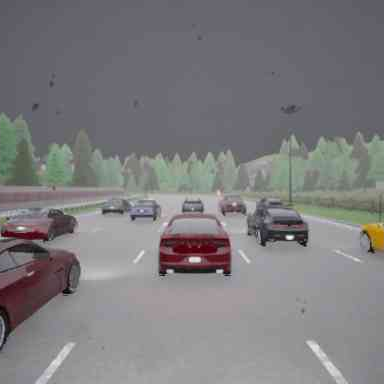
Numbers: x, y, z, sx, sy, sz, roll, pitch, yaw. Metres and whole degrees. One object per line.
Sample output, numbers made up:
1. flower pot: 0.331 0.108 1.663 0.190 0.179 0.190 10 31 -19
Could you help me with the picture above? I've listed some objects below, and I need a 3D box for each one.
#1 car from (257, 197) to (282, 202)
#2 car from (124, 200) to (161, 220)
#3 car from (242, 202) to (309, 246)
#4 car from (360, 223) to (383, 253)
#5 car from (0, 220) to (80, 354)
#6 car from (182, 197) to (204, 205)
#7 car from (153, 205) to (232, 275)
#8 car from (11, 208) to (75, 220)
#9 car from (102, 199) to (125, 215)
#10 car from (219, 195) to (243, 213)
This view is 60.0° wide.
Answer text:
1. car: 7.078 1.253 30.377 1.837 1.490 4.892 0 1 0
2. car: -3.428 1.338 25.298 2.033 1.411 5.357 0 1 0
3. car: 3.585 1.383 14.602 1.837 1.490 4.892 0 1 0
4. car: 7.075 1.392 10.184 1.882 1.535 5.008 0 1 0
5. car: -3.443 1.479 5.586 1.812 1.442 4.674 0 1 0
6. car: 0.078 1.240 30.365 2.128 1.511 4.902 0 0 0
7. car: 0.076 1.392 10.176 1.882 1.535 5.008 0 1 0
8. car: -6.914 1.435 15.509 1.994 1.385 4.181 0 0 0
9. car: -6.921 1.310 30.788 1.994 1.385 4.181 0 0 0
10. car: 3.578 1.102 30.094 2.097 1.767 4.553 0 0 0
